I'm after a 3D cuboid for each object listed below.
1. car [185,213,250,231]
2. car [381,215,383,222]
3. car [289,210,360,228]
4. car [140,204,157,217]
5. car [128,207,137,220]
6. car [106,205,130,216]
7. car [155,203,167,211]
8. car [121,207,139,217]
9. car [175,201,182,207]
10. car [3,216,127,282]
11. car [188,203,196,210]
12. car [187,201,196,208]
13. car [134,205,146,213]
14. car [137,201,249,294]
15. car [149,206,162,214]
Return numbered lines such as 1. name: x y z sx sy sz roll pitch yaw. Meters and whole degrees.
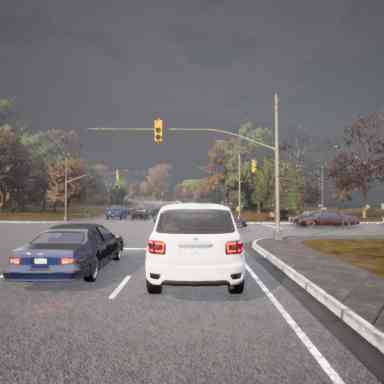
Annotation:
1. car: 1.886 2.272 25.350 4.718 1.301 1.895 0 -3 1
2. car: 21.401 2.505 33.008 4.902 1.511 2.128 0 -3 -3
3. car: 11.702 2.387 29.125 5.357 1.411 2.033 0 -3 -1
4. car: -7.117 3.007 55.304 2.150 2.045 5.566 0 -1 0
5. car: -7.109 3.144 45.776 1.895 1.301 4.718 0 -2 -1
6. car: -10.631 2.808 47.134 2.150 2.045 5.566 0 -2 -2
7. car: -7.037 3.381 75.923 2.033 1.411 5.357 0 0 0
8. car: -10.606 3.369 57.427 2.033 1.411 5.357 0 -1 1
9. car: -3.637 3.093 87.424 1.882 1.535 5.008 0 0 -3
10. car: -3.422 1.664 10.015 2.033 1.411 5.357 0 -1 0
11. car: -0.038 3.332 77.628 1.837 1.490 4.892 0 0 0
12. car: -0.161 3.287 87.779 1.837 1.490 4.892 0 0 -3
13. car: -10.543 3.481 67.710 1.895 1.301 4.718 0 0 0
14. car: 0.078 1.320 9.162 2.150 2.045 5.566 0 -1 0
15. car: -7.072 3.481 65.226 1.895 1.301 4.718 0 0 1
